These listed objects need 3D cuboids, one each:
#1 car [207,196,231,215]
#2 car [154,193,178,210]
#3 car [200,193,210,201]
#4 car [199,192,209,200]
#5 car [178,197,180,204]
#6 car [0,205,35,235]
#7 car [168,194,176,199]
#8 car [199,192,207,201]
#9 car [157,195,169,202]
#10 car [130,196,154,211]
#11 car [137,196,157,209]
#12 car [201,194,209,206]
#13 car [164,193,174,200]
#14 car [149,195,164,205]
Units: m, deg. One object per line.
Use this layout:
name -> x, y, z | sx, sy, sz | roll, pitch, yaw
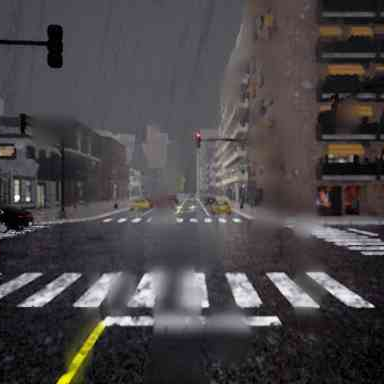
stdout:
car -> 2.697, 1.352, 31.261 | 1.752, 1.417, 4.829 | 0, 0, 0
car -> -3.091, 1.260, 39.659 | 1.882, 1.535, 5.008 | 0, 0, 0
car -> 2.698, 1.079, 70.967 | 1.967, 1.590, 4.097 | 0, 0, 0
car -> 2.699, 0.931, 76.664 | 2.192, 1.841, 5.009 | 0, 0, 0
car -> -3.063, 1.211, 55.639 | 1.837, 1.490, 4.892 | 0, 0, 0
car -> -11.013, 1.439, 17.690 | 4.892, 1.490, 1.837 | 0, 0, 0
car -> -5.683, 1.117, 93.758 | 1.947, 1.339, 4.313 | 0, 0, 0
car -> 2.697, 1.214, 65.270 | 2.008, 1.369, 4.403 | 0, 0, 0
car -> -5.683, 1.213, 65.275 | 2.008, 1.369, 4.403 | 0, 0, 0
car -> -5.684, 1.323, 36.622 | 1.752, 1.417, 4.829 | 0, 0, 0
car -> -5.683, 1.313, 42.489 | 1.887, 1.381, 4.507 | 0, 0, 0
car -> 2.697, 1.306, 48.181 | 1.947, 1.339, 4.313 | 0, 0, 0
car -> -5.681, 1.034, 82.365 | 1.967, 1.590, 4.097 | 0, 0, 0
car -> -5.683, 1.258, 53.883 | 1.887, 1.381, 4.507 | 0, 0, 0
